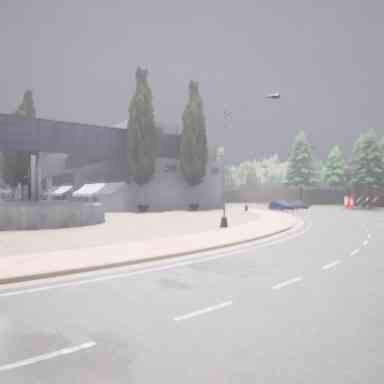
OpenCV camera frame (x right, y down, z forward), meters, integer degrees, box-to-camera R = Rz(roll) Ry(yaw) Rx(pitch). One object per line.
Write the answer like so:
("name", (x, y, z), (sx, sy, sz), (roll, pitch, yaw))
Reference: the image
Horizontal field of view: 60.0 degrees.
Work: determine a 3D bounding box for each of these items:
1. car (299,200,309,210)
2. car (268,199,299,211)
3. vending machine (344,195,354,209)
("car", (15.063, 1.882, 48.092), (1.994, 1.385, 4.181), (0, 0, -14))
("car", (12.127, 1.770, 45.267), (1.882, 1.535, 5.008), (1, 0, -11))
("vending machine", (25.237, 1.581, 53.424), (1.100, 2.100, 0.880), (0, 0, -16))
